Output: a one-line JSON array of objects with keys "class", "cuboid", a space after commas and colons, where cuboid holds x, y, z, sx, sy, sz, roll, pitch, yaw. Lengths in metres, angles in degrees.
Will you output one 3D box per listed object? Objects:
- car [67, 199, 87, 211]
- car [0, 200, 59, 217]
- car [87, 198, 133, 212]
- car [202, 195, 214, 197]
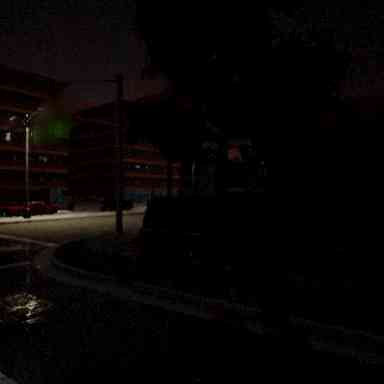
[{"class": "car", "cuboid": [-12.354, 1.484, 38.887, 1.994, 1.385, 4.181, 0, 0, 37]}, {"class": "car", "cuboid": [-14.542, 1.530, 29.962, 1.895, 1.301, 4.718, 0, 0, 33]}, {"class": "car", "cuboid": [-8.900, 1.407, 37.710, 1.882, 1.535, 5.008, 0, 0, 36]}, {"class": "car", "cuboid": [2.136, 1.280, 52.878, 2.097, 1.767, 4.553, 0, 0, 36]}]
